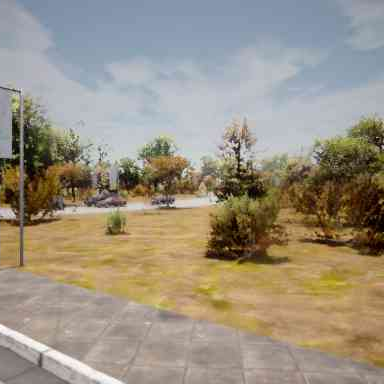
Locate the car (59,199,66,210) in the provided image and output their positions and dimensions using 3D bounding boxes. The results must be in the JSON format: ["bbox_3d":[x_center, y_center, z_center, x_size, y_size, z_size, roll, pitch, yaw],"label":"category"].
[{"bbox_3d":[-17.695,1.347,39.941,2.097,1.767,4.553,0,0,39],"label":"car"}]

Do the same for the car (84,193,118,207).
[{"bbox_3d":[-13.579,1.153,50.657,2.150,2.045,5.566,0,1,39],"label":"car"}]

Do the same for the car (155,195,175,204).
[{"bbox_3d":[-4.933,1.302,55.817,2.128,1.511,4.902,0,1,39],"label":"car"}]

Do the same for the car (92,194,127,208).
[{"bbox_3d":[-11.451,1.466,47.708,1.812,1.442,4.674,0,0,38],"label":"car"}]
